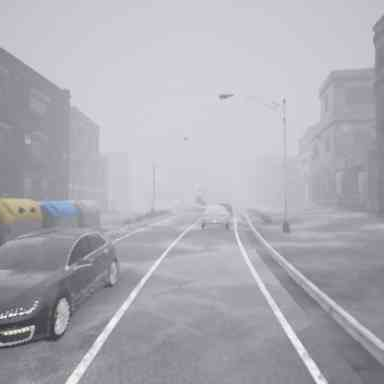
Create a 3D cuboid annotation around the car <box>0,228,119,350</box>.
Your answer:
[{"bbox_3d":[-2.868,1.572,6.729,1.837,1.490,4.892,0,0,3],"label":"car"}]

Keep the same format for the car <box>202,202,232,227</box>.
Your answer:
[{"bbox_3d":[1.751,1.686,24.018,1.812,1.442,4.674,0,0,7],"label":"car"}]
